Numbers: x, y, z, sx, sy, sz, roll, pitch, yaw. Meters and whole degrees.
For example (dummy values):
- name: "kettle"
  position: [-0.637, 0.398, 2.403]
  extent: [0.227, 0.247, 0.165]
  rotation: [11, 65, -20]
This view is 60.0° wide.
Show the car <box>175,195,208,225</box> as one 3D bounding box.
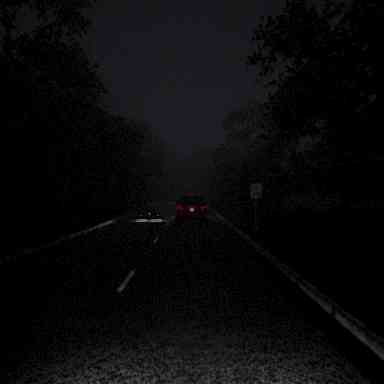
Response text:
- name: "car"
  position: [-0.024, 1.250, 24.258]
  extent: [2.150, 2.045, 5.566]
  rotation: [0, 0, 0]

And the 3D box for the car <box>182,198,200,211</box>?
- name: "car"
  position: [-0.117, 1.525, 42.070]
  extent: [2.128, 1.511, 4.902]
  rotation: [0, 0, 0]

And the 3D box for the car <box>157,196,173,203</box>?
- name: "car"
  position: [-5.811, 1.526, 70.940]
  extent: [1.994, 1.385, 4.181]
  rotation: [2, -1, -33]

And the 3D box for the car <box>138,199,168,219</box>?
- name: "car"
  position: [-3.498, 1.595, 29.224]
  extent: [1.994, 1.385, 4.181]
  rotation: [0, 0, 0]
